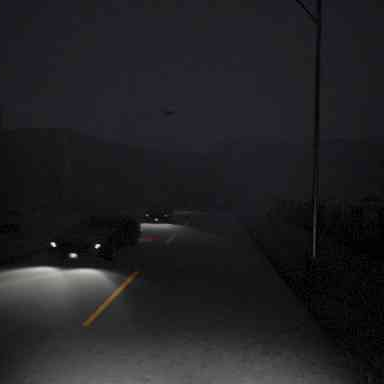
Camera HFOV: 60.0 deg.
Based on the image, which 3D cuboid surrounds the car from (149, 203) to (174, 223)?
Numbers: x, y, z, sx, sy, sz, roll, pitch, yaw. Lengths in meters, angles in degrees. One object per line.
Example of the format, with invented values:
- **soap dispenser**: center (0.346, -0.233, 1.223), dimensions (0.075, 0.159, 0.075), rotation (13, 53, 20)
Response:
- **car**: center (-2.443, 1.591, 26.343), dimensions (2.033, 1.411, 5.357), rotation (1, 0, 2)

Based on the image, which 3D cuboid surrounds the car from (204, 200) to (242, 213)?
- **car**: center (3.855, 1.719, 41.231), dimensions (5.008, 1.535, 1.882), rotation (1, 0, -28)

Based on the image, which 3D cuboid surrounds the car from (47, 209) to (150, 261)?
- **car**: center (-3.287, 1.522, 12.555), dimensions (2.033, 1.411, 5.357), rotation (1, 0, 5)
